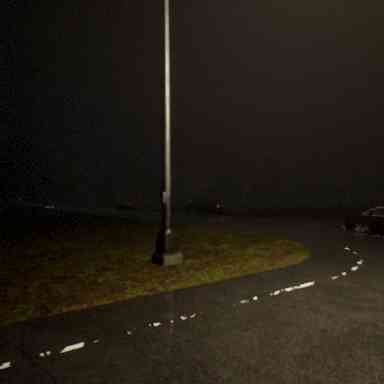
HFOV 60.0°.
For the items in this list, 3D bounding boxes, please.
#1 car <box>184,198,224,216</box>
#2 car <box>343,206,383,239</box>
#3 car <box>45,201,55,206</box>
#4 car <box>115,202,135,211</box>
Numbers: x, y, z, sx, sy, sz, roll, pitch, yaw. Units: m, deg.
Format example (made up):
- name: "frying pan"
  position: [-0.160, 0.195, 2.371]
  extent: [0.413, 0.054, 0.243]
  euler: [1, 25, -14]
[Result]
- name: "car"
  position: [1.277, 1.669, 37.623]
  extent: [2.150, 2.045, 5.566]
  euler: [2, -2, -35]
- name: "car"
  position: [9.052, 1.370, 14.227]
  extent: [2.128, 1.511, 4.902]
  euler: [0, 0, -35]
- name: "car"
  position: [-36.488, 3.012, 85.498]
  extent: [1.994, 1.385, 4.181]
  euler: [2, -2, -31]
- name: "car"
  position: [-11.301, 2.362, 55.641]
  extent: [1.882, 1.535, 5.008]
  euler: [2, -2, -35]
